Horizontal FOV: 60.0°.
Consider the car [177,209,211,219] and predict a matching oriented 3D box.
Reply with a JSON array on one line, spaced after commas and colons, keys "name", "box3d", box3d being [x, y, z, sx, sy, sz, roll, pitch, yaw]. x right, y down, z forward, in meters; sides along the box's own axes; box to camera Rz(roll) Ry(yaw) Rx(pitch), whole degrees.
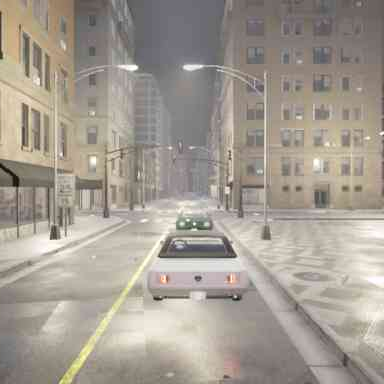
[{"name": "car", "box3d": [0.125, 1.599, 18.514, 1.895, 1.301, 4.718, 0, 0, 0]}]

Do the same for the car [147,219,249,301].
[{"name": "car", "box3d": [0.111, 1.600, 8.279, 1.895, 1.301, 4.718, 0, 0, 0]}]
